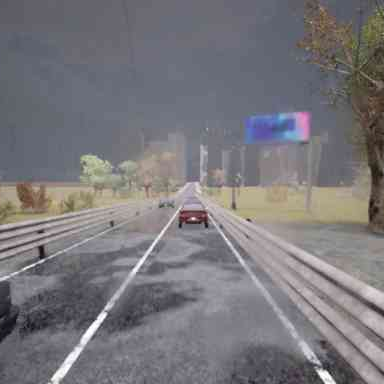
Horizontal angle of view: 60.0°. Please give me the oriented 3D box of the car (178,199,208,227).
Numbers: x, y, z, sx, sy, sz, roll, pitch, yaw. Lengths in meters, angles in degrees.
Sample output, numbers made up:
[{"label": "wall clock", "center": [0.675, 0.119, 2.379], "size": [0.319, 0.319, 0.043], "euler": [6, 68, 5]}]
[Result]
[{"label": "car", "center": [0.086, 1.471, 22.796], "size": [1.882, 1.535, 5.008], "euler": [0, 0, 0]}]

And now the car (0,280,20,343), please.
[{"label": "car", "center": [-3.351, 1.547, 2.353], "size": [2.033, 1.411, 5.357], "euler": [0, 0, 0]}]

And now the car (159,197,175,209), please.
[{"label": "car", "center": [-3.281, 1.384, 44.411], "size": [1.882, 1.535, 5.008], "euler": [0, 0, 0]}]

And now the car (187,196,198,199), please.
[{"label": "car", "center": [0.073, 1.340, 41.924], "size": [2.097, 1.767, 4.553], "euler": [0, 0, 0]}]
